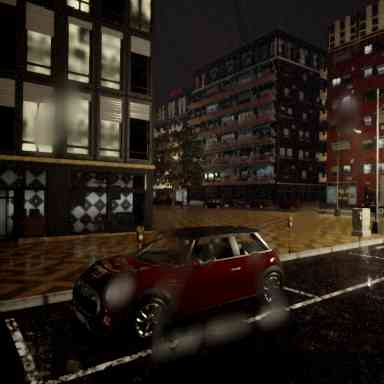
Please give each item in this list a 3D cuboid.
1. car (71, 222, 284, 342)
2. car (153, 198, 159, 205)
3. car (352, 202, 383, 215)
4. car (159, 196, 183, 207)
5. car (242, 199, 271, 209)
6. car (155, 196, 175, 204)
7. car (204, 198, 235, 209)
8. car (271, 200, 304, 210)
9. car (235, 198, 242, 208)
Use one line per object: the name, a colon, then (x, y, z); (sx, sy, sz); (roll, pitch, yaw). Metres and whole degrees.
car: (-0.151, 1.441, 6.430); (4.097, 1.590, 1.967); (0, 1, -35)
car: (-6.443, 1.763, 59.746); (1.887, 1.381, 4.507); (1, -1, -35)
car: (20.007, 1.730, 36.755); (1.947, 1.339, 4.313); (1, -1, -35)
car: (-3.177, 1.732, 55.110); (1.887, 1.381, 4.507); (1, -1, -35)
car: (10.209, 1.799, 50.662); (1.887, 1.381, 4.507); (1, -1, -35)
car: (-6.121, 1.724, 73.842); (2.192, 1.841, 5.009); (1, -1, -35)
car: (3.355, 1.677, 45.839); (2.008, 1.369, 4.403); (1, -1, -35)
car: (13.475, 1.806, 46.026); (1.802, 1.307, 4.206); (1, -1, -35)
car: (6.943, 1.725, 55.298); (1.967, 1.590, 4.097); (1, -1, -35)
